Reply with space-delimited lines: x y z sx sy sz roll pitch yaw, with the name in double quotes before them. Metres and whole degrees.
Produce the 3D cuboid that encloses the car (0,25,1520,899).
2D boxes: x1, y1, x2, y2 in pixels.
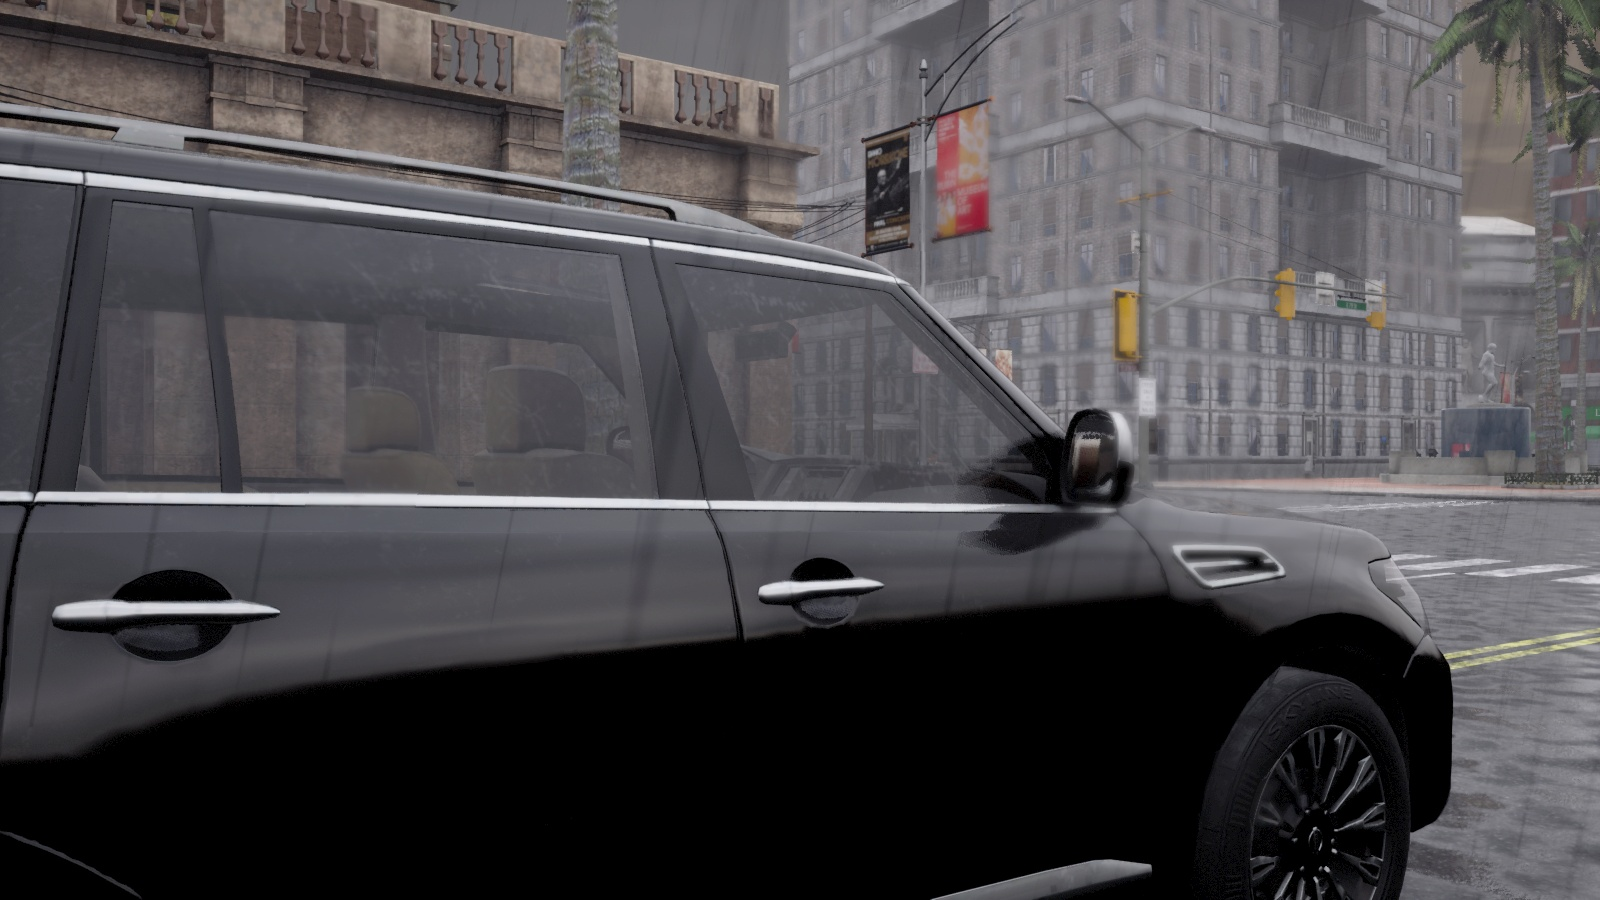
"car" -0.661 0.473 3.201 5.566 2.045 2.150 0 0 -35
